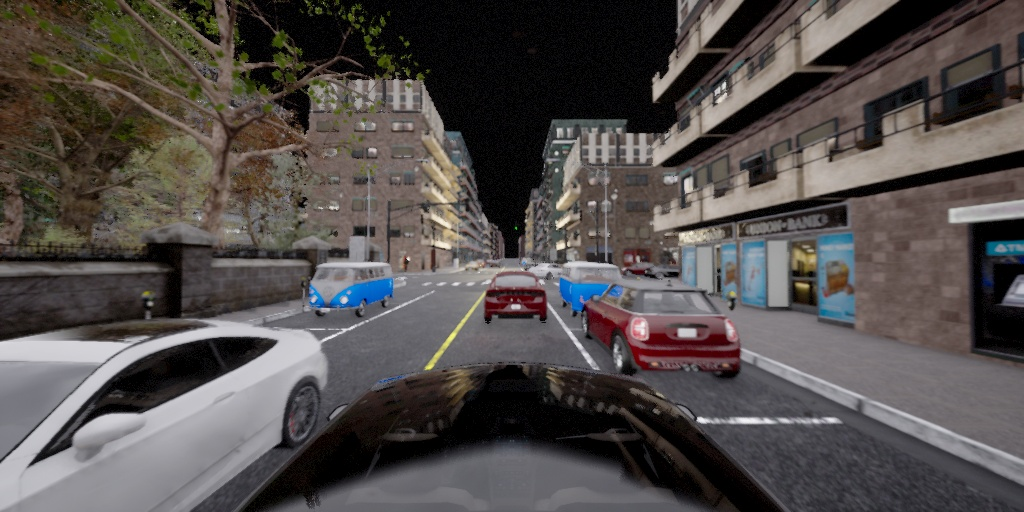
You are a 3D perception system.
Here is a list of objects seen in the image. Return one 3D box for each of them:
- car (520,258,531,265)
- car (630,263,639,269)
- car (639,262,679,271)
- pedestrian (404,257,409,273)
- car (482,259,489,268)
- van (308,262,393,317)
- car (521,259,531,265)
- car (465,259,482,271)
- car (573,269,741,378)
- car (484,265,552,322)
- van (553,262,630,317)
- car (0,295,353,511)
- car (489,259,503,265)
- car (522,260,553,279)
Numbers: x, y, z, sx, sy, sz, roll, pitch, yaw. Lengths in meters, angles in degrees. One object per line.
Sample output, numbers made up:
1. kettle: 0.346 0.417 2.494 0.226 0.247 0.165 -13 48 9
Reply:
1. car: 2.734 1.420 56.528 2.007 1.370 4.403 0 0 0
2. car: 13.666 1.429 39.042 4.097 1.591 1.967 0 0 1
3. car: 13.556 1.389 30.664 4.313 1.339 1.948 0 0 1
4. pedestrian: -12.508 1.044 42.341 0.375 1.860 0.375 0 -1 1
5. car: -5.643 1.322 62.177 1.967 1.591 4.097 0 0 0
6. van: -5.648 1.115 12.947 1.690 1.789 3.998 0 0 0
7. car: 2.730 1.423 50.885 1.948 1.339 4.313 0 0 0
8. car: -5.651 1.382 50.721 1.751 1.417 4.829 0 0 0
9. car: 2.664 1.202 7.415 1.967 1.591 4.097 0 0 0
10. car: 0.109 1.250 12.388 1.882 1.535 5.008 0 0 0
11. van: 2.666 1.115 12.938 1.690 1.789 3.998 0 0 0
12. car: -3.099 1.277 2.516 1.812 1.442 4.674 0 0 0
13. car: -2.984 1.431 62.960 2.033 1.411 5.357 0 0 1
14. car: 3.312 1.340 31.097 1.812 1.442 4.674 -1 -1 43
